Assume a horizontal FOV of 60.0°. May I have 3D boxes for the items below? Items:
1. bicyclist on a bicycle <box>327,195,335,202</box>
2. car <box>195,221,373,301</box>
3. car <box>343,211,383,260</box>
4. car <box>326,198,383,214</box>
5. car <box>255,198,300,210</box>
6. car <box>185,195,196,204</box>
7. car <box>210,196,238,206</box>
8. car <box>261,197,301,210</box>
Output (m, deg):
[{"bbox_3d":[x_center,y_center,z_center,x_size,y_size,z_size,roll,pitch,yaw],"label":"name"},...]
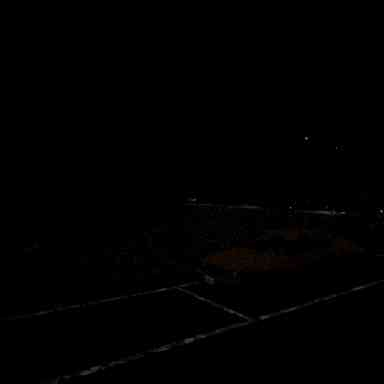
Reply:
[{"bbox_3d":[16.282,1.158,38.904,1.656,1.620,0.582,0,0,-34],"label":"bicyclist on a bicycle"},{"bbox_3d":[2.345,1.527,8.337,4.829,1.417,1.752,0,1,-35],"label":"car"},{"bbox_3d":[7.105,1.547,11.641,4.507,1.381,1.887,0,1,-35],"label":"car"},{"bbox_3d":[14.675,1.342,30.209,2.128,1.511,4.902,1,0,-34],"label":"car"},{"bbox_3d":[9.437,1.367,37.854,1.895,1.301,4.718,1,0,-34],"label":"car"},{"bbox_3d":[-1.283,1.193,53.556,1.895,1.301,4.718,1,0,-34],"label":"car"},{"bbox_3d":[4.313,1.247,45.347,1.994,1.385,4.181,1,0,-34],"label":"car"},{"bbox_3d":[10.961,1.382,41.267,1.895,1.301,4.718,1,0,-34],"label":"car"}]
